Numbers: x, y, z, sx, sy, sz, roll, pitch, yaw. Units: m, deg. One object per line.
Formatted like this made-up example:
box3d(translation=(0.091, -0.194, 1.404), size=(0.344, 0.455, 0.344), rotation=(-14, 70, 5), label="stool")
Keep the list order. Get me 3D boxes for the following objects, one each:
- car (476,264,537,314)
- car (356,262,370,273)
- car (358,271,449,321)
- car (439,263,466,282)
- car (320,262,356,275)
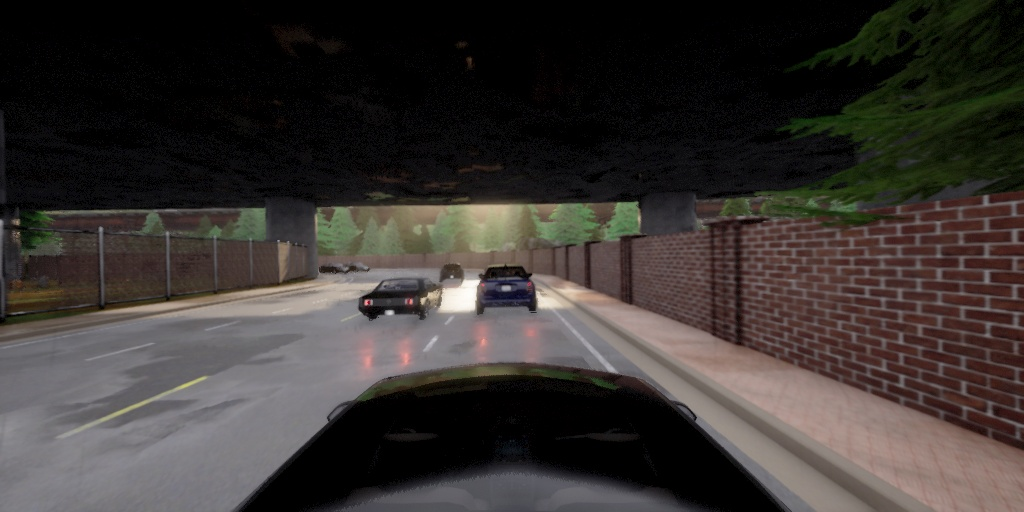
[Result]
box3d(translation=(-0.240, 1.080, 13.986), size=(2.097, 1.767, 4.553), rotation=(-1, 0, -1), label="car")
box3d(translation=(-21.660, 1.579, 49.741), size=(4.902, 1.511, 2.128), rotation=(-1, 0, 35), label="car")
box3d(translation=(-3.707, 1.402, 12.924), size=(1.895, 1.301, 4.718), rotation=(-1, 0, -1), label="car")
box3d(translation=(-4.897, 1.296, 29.398), size=(1.837, 1.490, 4.892), rotation=(-1, 1, -9), label="car")
box3d(translation=(-22.899, 1.612, 46.374), size=(4.902, 1.511, 2.128), rotation=(-1, 0, 36), label="car")
